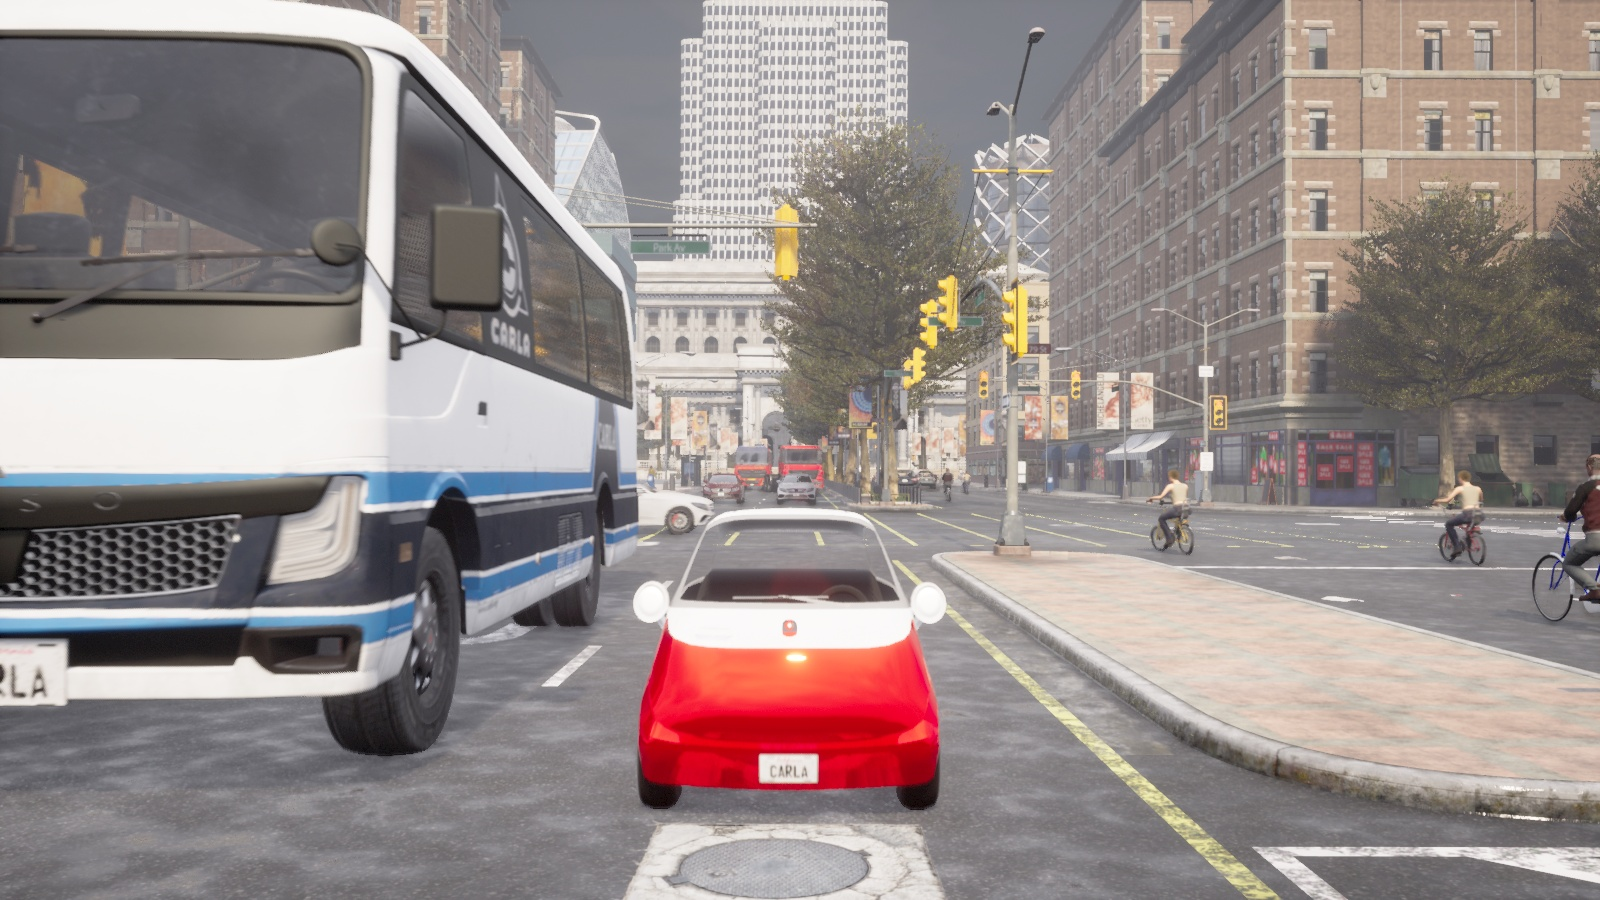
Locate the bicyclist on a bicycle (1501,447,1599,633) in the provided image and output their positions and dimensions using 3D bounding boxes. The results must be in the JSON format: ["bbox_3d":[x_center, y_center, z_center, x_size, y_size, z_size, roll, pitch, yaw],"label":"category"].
[{"bbox_3d":[7.942,0.866,12.700,0.659,1.776,1.843,0,-1,0],"label":"bicyclist on a bicycle"}]

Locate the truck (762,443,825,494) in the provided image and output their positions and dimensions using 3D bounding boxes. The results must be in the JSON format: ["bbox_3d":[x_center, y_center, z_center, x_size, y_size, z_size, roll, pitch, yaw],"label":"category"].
[{"bbox_3d":[-0.571,1.352,90.603,2.891,3.462,7.936,0,-1,-13],"label":"truck"}]

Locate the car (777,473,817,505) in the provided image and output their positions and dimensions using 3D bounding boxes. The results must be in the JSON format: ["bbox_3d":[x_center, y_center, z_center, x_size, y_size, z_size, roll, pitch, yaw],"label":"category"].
[{"bbox_3d":[-0.118,1.859,60.803,1.812,1.442,4.674,0,-1,1],"label":"car"}]

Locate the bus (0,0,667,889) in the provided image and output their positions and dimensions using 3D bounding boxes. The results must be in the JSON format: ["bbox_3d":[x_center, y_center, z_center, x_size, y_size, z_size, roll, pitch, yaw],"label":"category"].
[{"bbox_3d":[-3.556,-0.382,9.909,3.944,4.253,10.273,0,-1,0],"label":"bus"}]

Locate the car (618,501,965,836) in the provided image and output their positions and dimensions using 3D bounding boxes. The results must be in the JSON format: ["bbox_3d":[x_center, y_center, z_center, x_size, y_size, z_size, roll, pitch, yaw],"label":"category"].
[{"bbox_3d":[-0.042,0.979,6.483,1.481,1.376,2.207,0,-1,0],"label":"car"}]

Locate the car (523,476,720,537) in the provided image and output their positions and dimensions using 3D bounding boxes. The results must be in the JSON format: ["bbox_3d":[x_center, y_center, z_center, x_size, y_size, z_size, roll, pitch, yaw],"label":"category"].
[{"bbox_3d":[-4.375,1.383,31.331,4.674,1.442,1.812,0,-1,0],"label":"car"}]

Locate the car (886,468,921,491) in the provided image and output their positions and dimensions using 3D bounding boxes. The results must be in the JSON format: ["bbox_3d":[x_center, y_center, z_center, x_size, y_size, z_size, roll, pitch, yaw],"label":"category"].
[{"bbox_3d":[7.743,2.214,94.694,2.242,1.667,4.611,0,-1,0],"label":"car"}]

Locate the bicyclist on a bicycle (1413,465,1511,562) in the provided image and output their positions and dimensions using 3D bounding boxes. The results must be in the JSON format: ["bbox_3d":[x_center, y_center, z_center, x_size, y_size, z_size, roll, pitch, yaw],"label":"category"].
[{"bbox_3d":[11.411,1.069,21.704,0.866,1.612,1.509,0,-1,0],"label":"bicyclist on a bicycle"}]

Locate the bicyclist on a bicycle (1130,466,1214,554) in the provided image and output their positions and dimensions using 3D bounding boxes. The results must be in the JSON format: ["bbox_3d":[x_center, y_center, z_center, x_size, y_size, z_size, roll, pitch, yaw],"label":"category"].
[{"bbox_3d":[7.141,1.128,24.177,0.866,1.612,1.509,-1,-1,-15],"label":"bicyclist on a bicycle"}]

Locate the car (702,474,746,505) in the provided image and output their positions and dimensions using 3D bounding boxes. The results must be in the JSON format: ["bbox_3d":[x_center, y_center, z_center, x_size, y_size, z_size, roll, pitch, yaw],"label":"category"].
[{"bbox_3d":[-3.653,1.877,61.008,1.812,1.442,4.674,0,-1,1],"label":"car"}]
